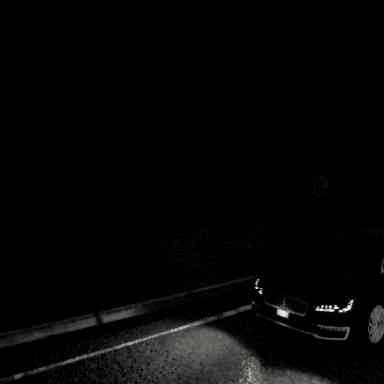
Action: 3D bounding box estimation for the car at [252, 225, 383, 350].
[{"bbox_3d":[3.181,1.450,6.293,4.892,1.490,1.837,-1,1,-39],"label":"car"}]
